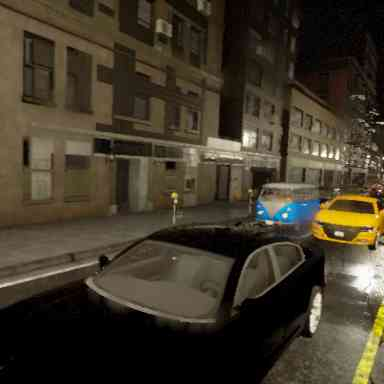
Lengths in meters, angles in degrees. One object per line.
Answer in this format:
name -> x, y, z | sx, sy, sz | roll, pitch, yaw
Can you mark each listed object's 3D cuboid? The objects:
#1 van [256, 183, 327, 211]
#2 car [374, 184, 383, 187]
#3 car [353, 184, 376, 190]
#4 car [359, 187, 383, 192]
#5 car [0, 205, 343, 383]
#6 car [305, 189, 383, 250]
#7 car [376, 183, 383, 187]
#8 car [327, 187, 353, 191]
van -> 4.092, 0.535, 13.899 | 1.690, 1.788, 3.998 | 5, 5, 35
car -> 16.764, 0.160, 31.865 | 1.802, 1.307, 4.206 | 5, 4, 35
car -> 13.498, 0.260, 27.234 | 1.752, 1.417, 4.829 | 5, 5, 35
car -> 11.907, 0.668, 20.524 | 2.033, 1.411, 5.357 | 6, 5, 35
car -> 0.123, 1.181, 3.855 | 1.882, 1.535, 5.008 | 6, 5, 35
car -> 5.822, 0.897, 11.915 | 1.882, 1.535, 5.008 | 6, 5, 35
car -> 19.940, -0.131, 36.344 | 1.967, 1.590, 4.097 | 5, 4, 35
car -> 7.258, 0.477, 18.393 | 1.967, 1.590, 4.097 | 5, 5, 35
